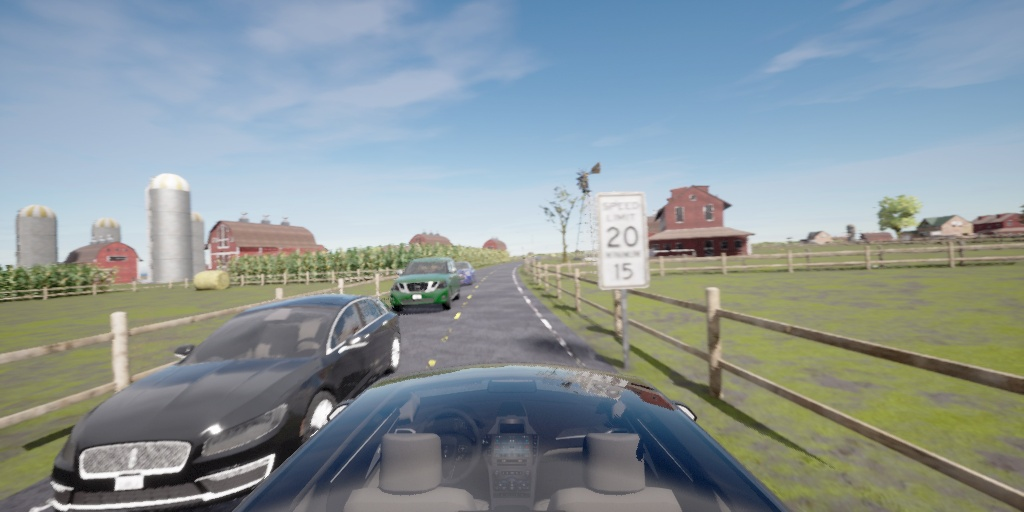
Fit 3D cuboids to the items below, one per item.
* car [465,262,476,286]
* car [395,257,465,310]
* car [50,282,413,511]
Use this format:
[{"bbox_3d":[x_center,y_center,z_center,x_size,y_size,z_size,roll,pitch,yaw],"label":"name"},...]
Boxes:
[{"bbox_3d":[-3.886,1.246,26.762,2.097,1.767,4.553,-2,0,-1],"label":"car"},{"bbox_3d":[-3.513,1.102,15.548,2.150,2.045,5.566,-2,0,-2],"label":"car"},{"bbox_3d":[-2.890,1.366,4.973,1.837,1.490,4.892,-2,0,-4],"label":"car"}]
